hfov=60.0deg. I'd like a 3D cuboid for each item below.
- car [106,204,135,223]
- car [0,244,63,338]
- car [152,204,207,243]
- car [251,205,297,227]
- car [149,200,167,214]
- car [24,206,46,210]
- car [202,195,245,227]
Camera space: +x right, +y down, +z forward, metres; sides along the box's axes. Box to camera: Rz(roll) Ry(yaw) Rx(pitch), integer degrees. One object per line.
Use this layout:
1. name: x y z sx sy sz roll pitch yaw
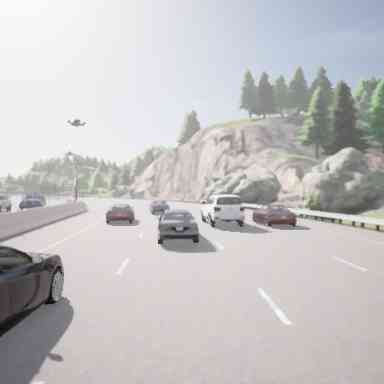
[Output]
1. car: -5.444 1.571 25.588 1.994 1.385 4.181 0 0 -8
2. car: -3.580 1.484 5.042 1.882 1.535 5.008 0 0 -2
3. car: -0.741 1.547 16.043 2.033 1.411 5.357 0 0 -5
4. car: 5.514 1.551 22.817 1.994 1.385 4.181 0 0 -7
5. car: -3.467 1.550 35.030 2.033 1.411 5.357 0 0 -11
6. car: -19.258 1.255 40.709 2.150 2.045 5.566 0 0 -14
7. car: 2.007 1.215 22.931 2.150 2.045 5.566 0 0 -7
